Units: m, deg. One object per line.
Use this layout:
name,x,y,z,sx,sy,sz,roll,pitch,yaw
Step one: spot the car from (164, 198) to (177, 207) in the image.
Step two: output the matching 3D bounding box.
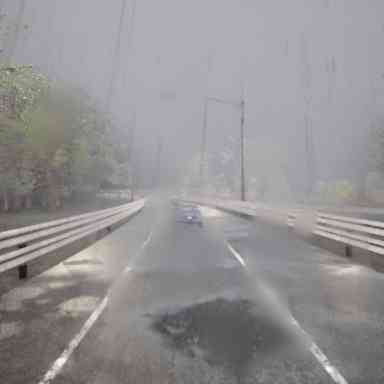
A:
car,-3.276,1.596,51.144,1.895,1.301,4.718,0,0,-8

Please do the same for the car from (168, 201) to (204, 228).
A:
car,-0.346,1.556,22.106,2.033,1.411,5.357,0,0,-5
